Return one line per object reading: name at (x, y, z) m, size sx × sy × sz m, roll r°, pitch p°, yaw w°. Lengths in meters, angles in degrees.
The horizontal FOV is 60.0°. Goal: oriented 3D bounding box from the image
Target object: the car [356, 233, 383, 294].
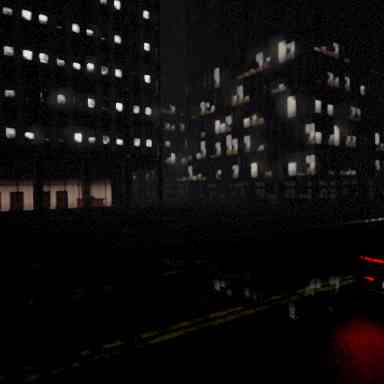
car at (5.626, 1.464, 7.518) m, size 4.892 × 1.490 × 1.837 m, roll -1°, pitch 1°, yaw -35°
